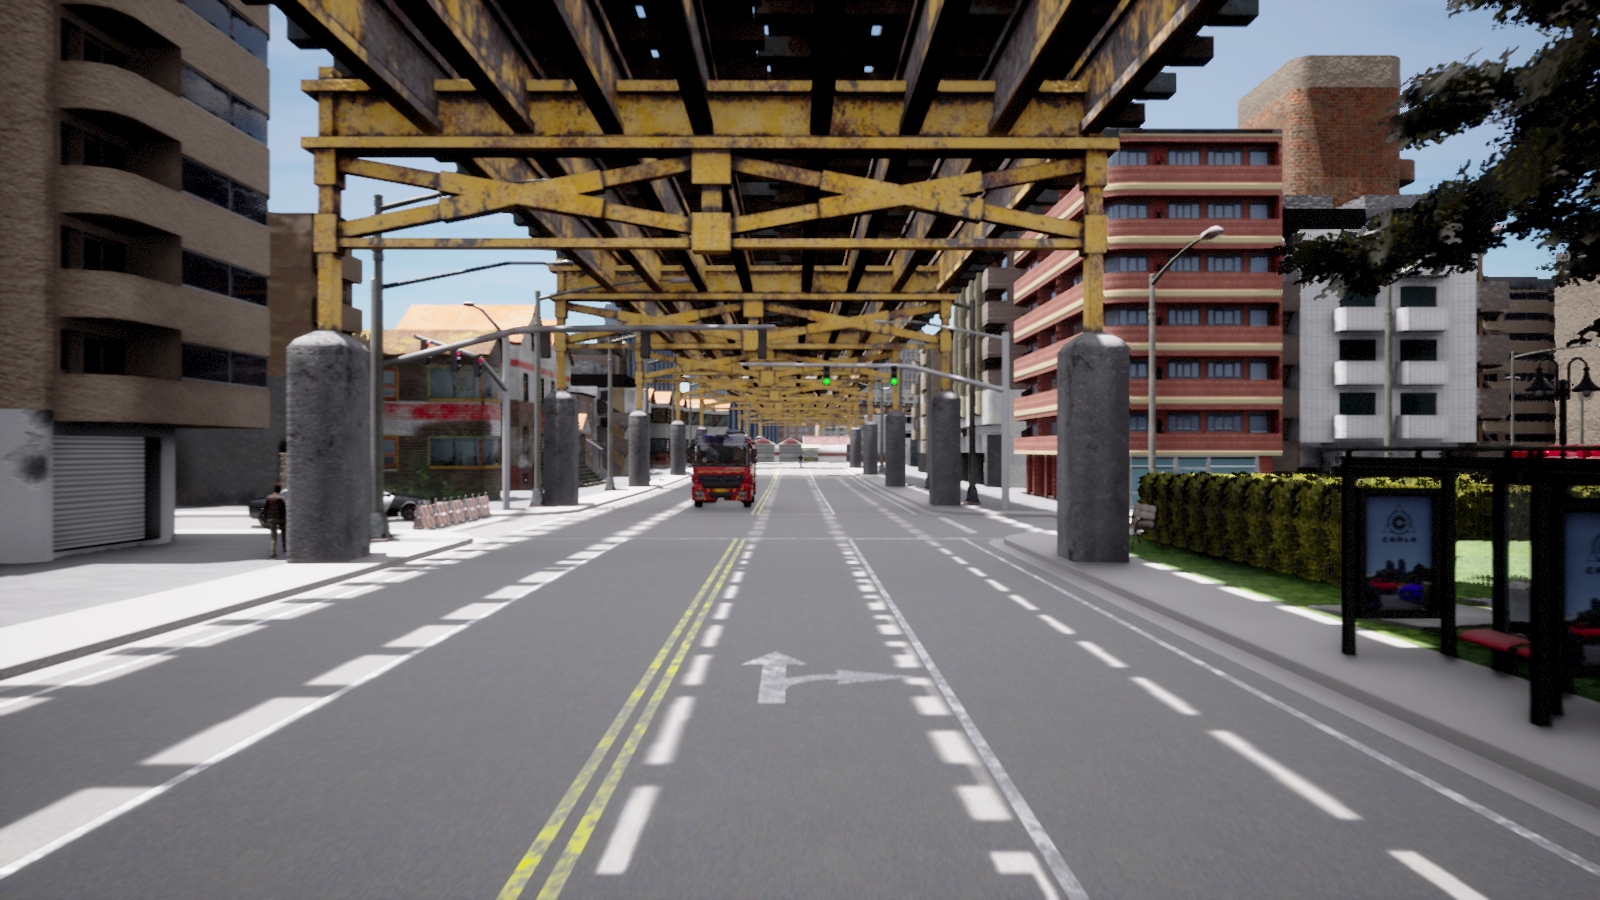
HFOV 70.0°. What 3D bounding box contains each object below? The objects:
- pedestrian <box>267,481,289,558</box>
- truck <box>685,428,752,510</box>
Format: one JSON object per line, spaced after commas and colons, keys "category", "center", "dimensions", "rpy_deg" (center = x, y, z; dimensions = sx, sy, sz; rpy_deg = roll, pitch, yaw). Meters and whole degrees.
{"category": "pedestrian", "center": [-12.746, 1.700, 27.925], "dimensions": [0.375, 1.860, 0.375], "rpy_deg": [0, 0, -3]}
{"category": "truck", "center": [-4.015, 0.891, 58.078], "dimensions": [2.891, 3.827, 8.468], "rpy_deg": [0, 0, 0]}
